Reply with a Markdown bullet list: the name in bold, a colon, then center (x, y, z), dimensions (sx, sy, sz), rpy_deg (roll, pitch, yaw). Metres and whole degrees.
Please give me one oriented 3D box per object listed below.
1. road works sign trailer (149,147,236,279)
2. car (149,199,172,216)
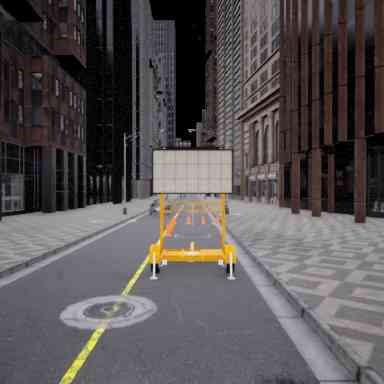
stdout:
- **road works sign trailer**: center (0.019, 0.457, 9.962), dimensions (2.380, 3.560, 2.880), rpy_deg (0, 0, 0)
- **car**: center (-3.036, 1.432, 32.473), dimensions (2.128, 1.511, 4.902), rpy_deg (0, 0, 0)
